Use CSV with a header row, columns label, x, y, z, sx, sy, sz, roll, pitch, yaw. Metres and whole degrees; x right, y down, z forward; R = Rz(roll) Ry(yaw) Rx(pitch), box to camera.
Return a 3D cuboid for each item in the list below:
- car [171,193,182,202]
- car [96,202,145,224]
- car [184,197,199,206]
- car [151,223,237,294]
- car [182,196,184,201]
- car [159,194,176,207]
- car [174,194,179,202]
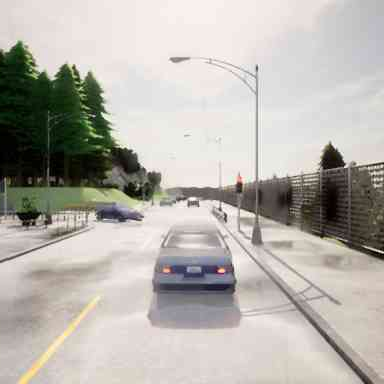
label,x,y,z,sx,sy,sz,roll,pitch,yaw
car,-3.868,1.208,72.788,2.150,2.045,5.566,0,0,0
car,-5.511,1.520,25.160,4.674,1.442,1.812,0,-1,43
car,0.207,1.535,52.953,2.033,1.411,5.357,0,0,0
car,0.063,1.545,8.936,2.033,1.411,5.357,0,0,1
car,-3.646,1.519,86.777,5.357,1.411,2.033,0,0,40
car,-3.997,1.492,52.486,1.837,1.490,4.892,0,0,0
car,-3.949,1.511,62.383,1.812,1.442,4.674,0,0,1
